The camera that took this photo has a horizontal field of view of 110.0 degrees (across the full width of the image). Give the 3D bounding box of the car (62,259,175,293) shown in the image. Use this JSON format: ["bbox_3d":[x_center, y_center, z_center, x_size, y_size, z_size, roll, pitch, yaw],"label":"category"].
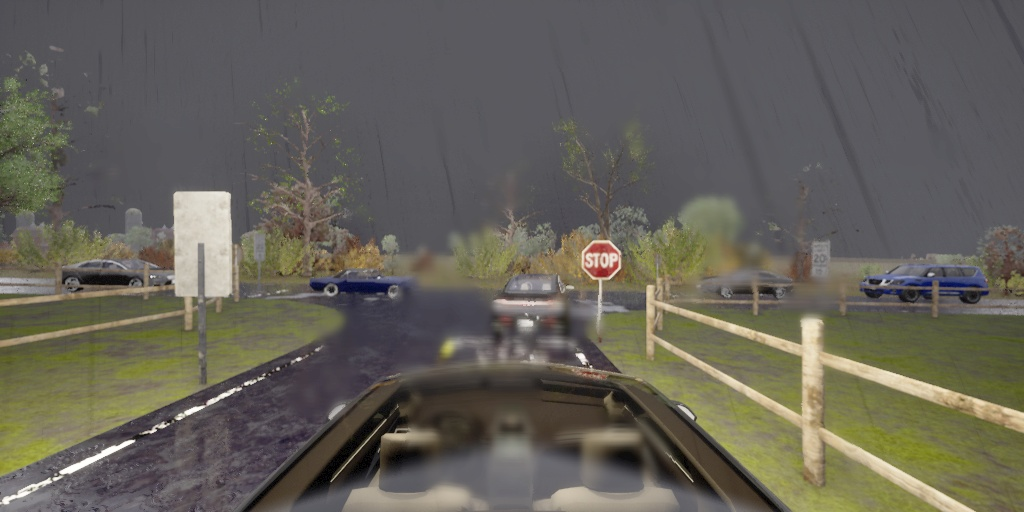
[{"bbox_3d":[-18.492,0.897,17.112,4.902,1.511,2.128,1,1,0],"label":"car"}]

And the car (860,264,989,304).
[{"bbox_3d":[22.897,1.480,20.015,5.566,2.045,2.150,1,1,0],"label":"car"}]

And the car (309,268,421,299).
[{"bbox_3d":[-6.824,1.260,17.096,4.718,1.301,1.895,1,1,0],"label":"car"}]

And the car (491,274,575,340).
[{"bbox_3d":[0.705,1.246,10.065,2.128,1.511,4.902,0,0,9],"label":"car"}]

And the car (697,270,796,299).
[{"bbox_3d":[13.002,1.539,20.025,4.902,1.511,2.128,1,1,0],"label":"car"}]
